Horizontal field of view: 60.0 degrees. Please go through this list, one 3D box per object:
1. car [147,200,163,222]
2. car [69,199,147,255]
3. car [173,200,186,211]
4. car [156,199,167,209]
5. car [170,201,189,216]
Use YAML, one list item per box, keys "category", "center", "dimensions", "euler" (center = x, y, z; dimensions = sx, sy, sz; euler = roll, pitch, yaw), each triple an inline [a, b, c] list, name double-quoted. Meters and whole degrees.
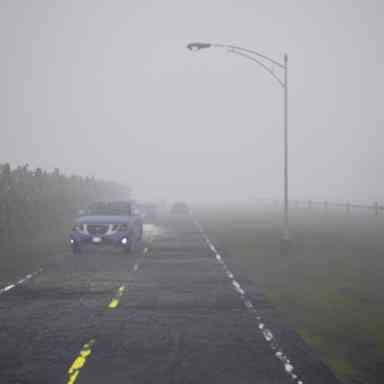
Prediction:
- category: "car"
  center: [-3.938, 1.670, 28.442]
  dimensions: [2.128, 1.511, 4.902]
  euler: [0, 0, -2]
- category: "car"
  center: [-3.379, 1.314, 14.192]
  dimensions: [2.150, 2.045, 5.566]
  euler: [0, -1, -2]
- category: "car"
  center: [-1.806, 1.898, 47.891]
  dimensions: [1.895, 1.301, 4.718]
  euler: [0, 0, -2]
- category: "car"
  center: [-4.889, 1.824, 51.170]
  dimensions: [1.837, 1.490, 4.892]
  euler: [0, 0, -2]
- category: "car"
  center: [-1.298, 1.712, 35.403]
  dimensions: [2.128, 1.511, 4.902]
  euler: [0, 0, -2]
